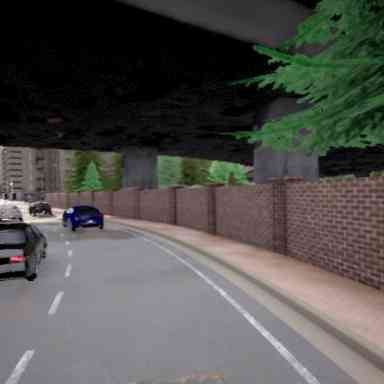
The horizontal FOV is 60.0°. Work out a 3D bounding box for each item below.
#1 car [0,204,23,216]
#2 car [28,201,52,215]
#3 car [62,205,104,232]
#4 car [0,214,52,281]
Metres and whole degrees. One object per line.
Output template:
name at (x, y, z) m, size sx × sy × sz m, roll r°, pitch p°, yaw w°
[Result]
car at (-16.162, 1.829, 29.398) m, size 1.812 × 1.442 × 4.674 m, roll -1°, pitch 0°, yaw -33°
car at (-16.758, 1.818, 36.685) m, size 1.837 × 1.490 × 4.892 m, roll -1°, pitch 0°, yaw -33°
car at (-7.184, 1.611, 21.690) m, size 1.882 × 1.535 × 5.008 m, roll -1°, pitch 0°, yaw -30°
car at (-5.444, 1.649, 9.877) m, size 2.033 × 1.411 × 5.357 m, roll -1°, pitch 0°, yaw -19°
